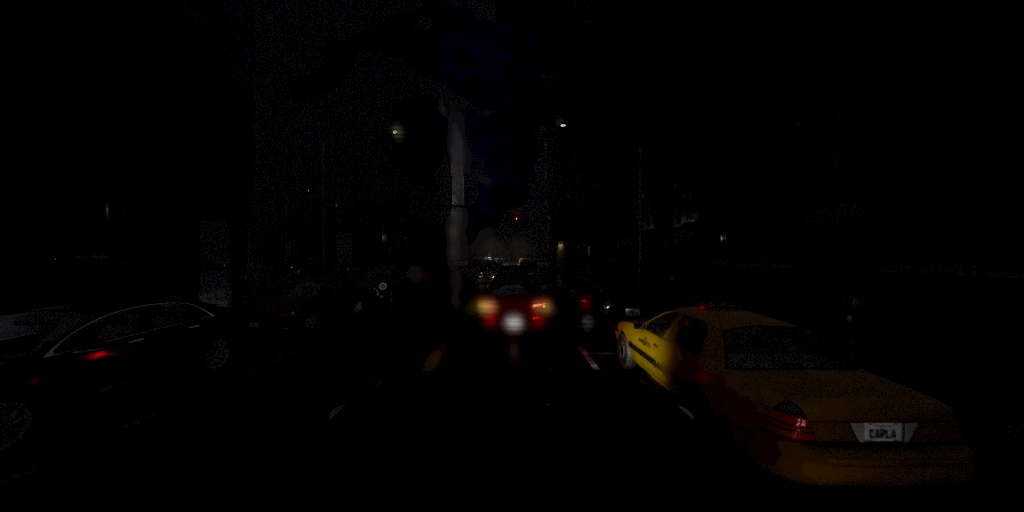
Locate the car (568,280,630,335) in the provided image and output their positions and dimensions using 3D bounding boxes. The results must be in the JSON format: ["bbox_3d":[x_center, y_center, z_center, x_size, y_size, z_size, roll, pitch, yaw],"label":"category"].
[{"bbox_3d":[2.756,1.316,10.263,1.948,1.339,4.313,0,0,0],"label":"car"}]

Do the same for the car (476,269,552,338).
[{"bbox_3d":[0.063,1.276,10.097,1.812,1.442,4.674,0,0,0],"label":"car"}]

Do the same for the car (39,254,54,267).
[{"bbox_3d":[-48.218,0.417,35.684,4.181,1.385,1.994,1,0,0],"label":"car"}]

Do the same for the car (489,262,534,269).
[{"bbox_3d":[0.004,1.256,18.964,1.837,1.490,4.892,0,0,0],"label":"car"}]

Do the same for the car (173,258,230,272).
[{"bbox_3d":[-27.701,0.841,32.590,4.718,1.301,1.895,1,0,0],"label":"car"}]

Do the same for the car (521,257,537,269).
[{"bbox_3d":[2.719,1.201,53.145,1.967,1.591,4.097,0,0,0],"label":"car"}]

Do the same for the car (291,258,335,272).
[{"bbox_3d":[-17.347,0.933,32.617,4.902,1.511,2.128,1,0,0],"label":"car"}]

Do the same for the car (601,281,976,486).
[{"bbox_3d":[2.761,1.275,4.976,1.751,1.417,4.829,0,0,0],"label":"car"}]

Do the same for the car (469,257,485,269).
[{"bbox_3d":[-5.811,1.079,58.575,2.192,1.841,5.009,0,0,0],"label":"car"}]

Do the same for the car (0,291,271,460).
[{"bbox_3d":[-5.764,1.300,4.797,2.007,1.370,4.403,0,0,0],"label":"car"}]

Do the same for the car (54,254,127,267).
[{"bbox_3d":[-37.929,0.571,32.562,4.674,1.442,1.812,1,0,0],"label":"car"}]

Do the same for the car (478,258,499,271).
[{"bbox_3d":[-3.138,1.285,47.985,1.812,1.442,4.674,0,0,0],"label":"car"}]

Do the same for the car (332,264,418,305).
[{"bbox_3d":[-5.774,1.190,15.711,1.967,1.591,4.097,0,0,0],"label":"car"}]

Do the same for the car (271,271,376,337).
[{"bbox_3d":[-5.769,1.295,10.254,1.888,1.381,4.507,0,0,0],"label":"car"}]

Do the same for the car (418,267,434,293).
[{"bbox_3d":[-5.778,1.277,20.997,1.751,1.417,4.829,0,0,0],"label":"car"}]

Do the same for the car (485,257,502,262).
[{"bbox_3d":[-3.133,1.328,57.953,1.994,1.385,4.181,0,0,0],"label":"car"}]
